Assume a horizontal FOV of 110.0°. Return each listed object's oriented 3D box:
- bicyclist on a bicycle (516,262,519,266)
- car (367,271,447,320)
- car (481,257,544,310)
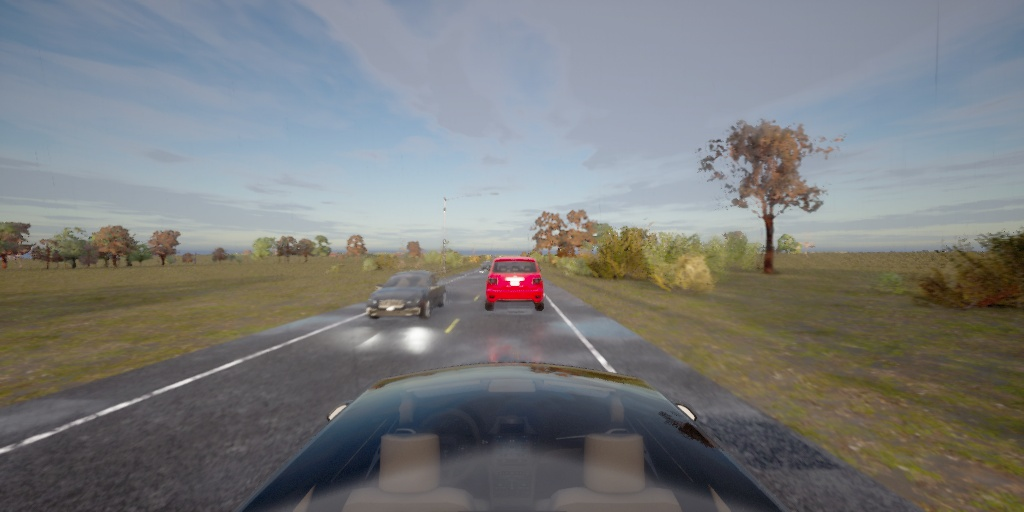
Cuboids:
[{"bbox_3d":[0.960,1.440,63.845,0.659,1.776,1.843,0,0,0],"label":"bicyclist on a bicycle"},{"bbox_3d":[-3.598,1.322,13.051,1.837,1.490,4.892,0,0,0],"label":"car"},{"bbox_3d":[0.102,1.052,15.238,2.150,2.045,5.566,0,0,0],"label":"car"}]
